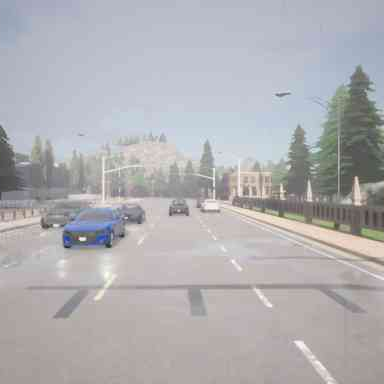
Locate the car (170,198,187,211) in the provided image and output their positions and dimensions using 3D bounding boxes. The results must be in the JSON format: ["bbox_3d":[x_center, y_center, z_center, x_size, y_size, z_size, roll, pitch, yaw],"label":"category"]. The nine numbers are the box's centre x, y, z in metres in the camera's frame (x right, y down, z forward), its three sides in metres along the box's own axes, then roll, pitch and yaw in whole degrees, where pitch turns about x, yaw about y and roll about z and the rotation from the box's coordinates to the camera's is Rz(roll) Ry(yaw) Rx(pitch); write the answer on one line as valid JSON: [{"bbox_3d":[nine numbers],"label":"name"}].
[{"bbox_3d":[-1.719,1.547,42.523,2.033,1.411,5.357,0,0,-3],"label":"car"}]

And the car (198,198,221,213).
[{"bbox_3d":[2.017,1.526,37.190,1.812,1.442,4.674,0,0,-3],"label":"car"}]

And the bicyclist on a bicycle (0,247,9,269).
[{"bbox_3d":[-6.132,1.455,9.570,1.656,1.620,0.582,-2,0,-3],"label":"bicyclist on a bicycle"}]

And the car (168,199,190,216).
[{"bbox_3d":[-1.265,1.492,32.306,2.128,1.511,4.902,0,0,-2],"label":"car"}]

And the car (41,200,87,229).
[{"bbox_3d":[-7.939,1.351,21.451,2.097,1.767,4.553,0,0,-2],"label":"car"}]

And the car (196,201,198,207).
[{"bbox_3d":[1.602,1.547,46.767,2.033,1.411,5.357,0,0,-3],"label":"car"}]

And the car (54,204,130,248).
[{"bbox_3d":[-4.198,1.478,14.910,1.882,1.535,5.008,0,0,-3],"label":"car"}]

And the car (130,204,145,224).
[{"bbox_3d":[-4.535,1.564,24.274,1.994,1.385,4.181,0,0,-2],"label":"car"}]
